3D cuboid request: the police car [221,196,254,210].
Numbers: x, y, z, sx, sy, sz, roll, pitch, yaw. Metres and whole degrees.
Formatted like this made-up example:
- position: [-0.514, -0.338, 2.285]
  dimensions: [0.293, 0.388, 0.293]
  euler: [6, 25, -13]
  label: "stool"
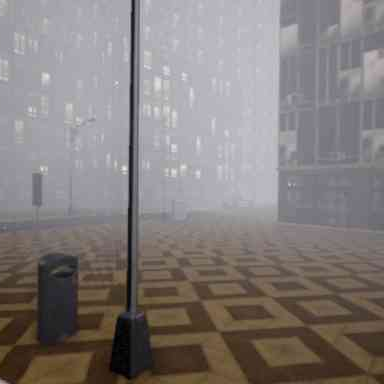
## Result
- position: [5.526, 1.340, 41.203]
  dimensions: [2.038, 1.542, 4.974]
  euler: [1, 1, 44]
  label: "police car"
